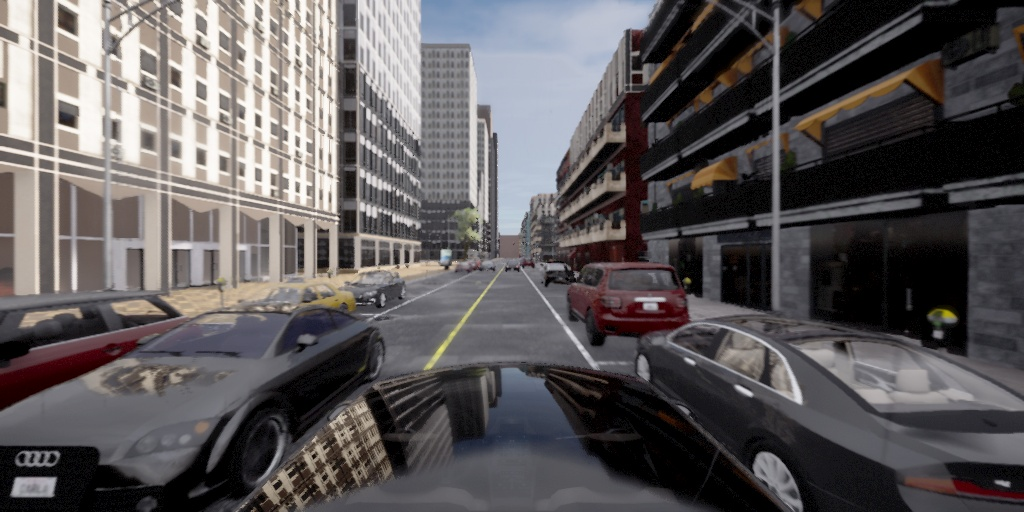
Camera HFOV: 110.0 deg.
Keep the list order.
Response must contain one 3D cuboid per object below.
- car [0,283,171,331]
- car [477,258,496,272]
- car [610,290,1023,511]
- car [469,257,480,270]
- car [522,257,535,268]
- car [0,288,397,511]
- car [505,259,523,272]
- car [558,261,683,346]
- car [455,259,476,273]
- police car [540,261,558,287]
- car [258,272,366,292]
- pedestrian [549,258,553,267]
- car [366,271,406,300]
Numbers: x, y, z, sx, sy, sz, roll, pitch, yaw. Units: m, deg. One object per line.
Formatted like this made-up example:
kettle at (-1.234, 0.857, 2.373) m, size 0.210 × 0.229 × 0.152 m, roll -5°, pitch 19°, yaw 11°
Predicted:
car at (-5.691, 1.190, 3.807) m, size 1.967 × 1.591 × 4.097 m, roll 0°, pitch 0°, yaw 0°
car at (-3.082, 1.282, 45.827) m, size 1.812 × 1.442 × 4.674 m, roll 0°, pitch 0°, yaw 0°
car at (2.690, 1.301, 3.808) m, size 2.007 × 1.370 × 4.403 m, roll 0°, pitch 0°, yaw 0°
car at (-5.691, 1.197, 48.214) m, size 1.967 × 1.591 × 4.097 m, roll 0°, pitch 0°, yaw 0°
car at (2.690, 1.077, 59.317) m, size 2.192 × 1.841 × 5.009 m, roll 0°, pitch 0°, yaw 0°
car at (-3.101, 1.314, 4.318) m, size 1.994 × 1.385 × 4.181 m, roll 0°, pitch 0°, yaw 0°
car at (0.062, 1.357, 45.947) m, size 1.895 × 1.301 × 4.718 m, roll 0°, pitch 0°, yaw 0°
car at (2.690, 1.065, 9.359) m, size 2.192 × 1.841 × 5.009 m, roll 0°, pitch 0°, yaw 0°
car at (-5.691, 1.337, 42.664) m, size 1.802 × 1.307 × 4.207 m, roll 0°, pitch 0°, yaw 0°
police car at (3.000, 1.177, 24.634) m, size 1.930 × 1.638 × 5.238 m, roll 0°, pitch 0°, yaw 0°
car at (-5.691, 1.275, 9.188) m, size 1.751 × 1.417 × 4.829 m, roll 0°, pitch 0°, yaw 0°
pedestrian at (3.000, 1.046, 27.640) m, size 0.375 × 1.860 × 0.375 m, roll 0°, pitch 0°, yaw -1°
car at (-5.691, 1.300, 14.909) m, size 2.007 × 1.370 × 4.403 m, roll 0°, pitch 0°, yaw 0°
